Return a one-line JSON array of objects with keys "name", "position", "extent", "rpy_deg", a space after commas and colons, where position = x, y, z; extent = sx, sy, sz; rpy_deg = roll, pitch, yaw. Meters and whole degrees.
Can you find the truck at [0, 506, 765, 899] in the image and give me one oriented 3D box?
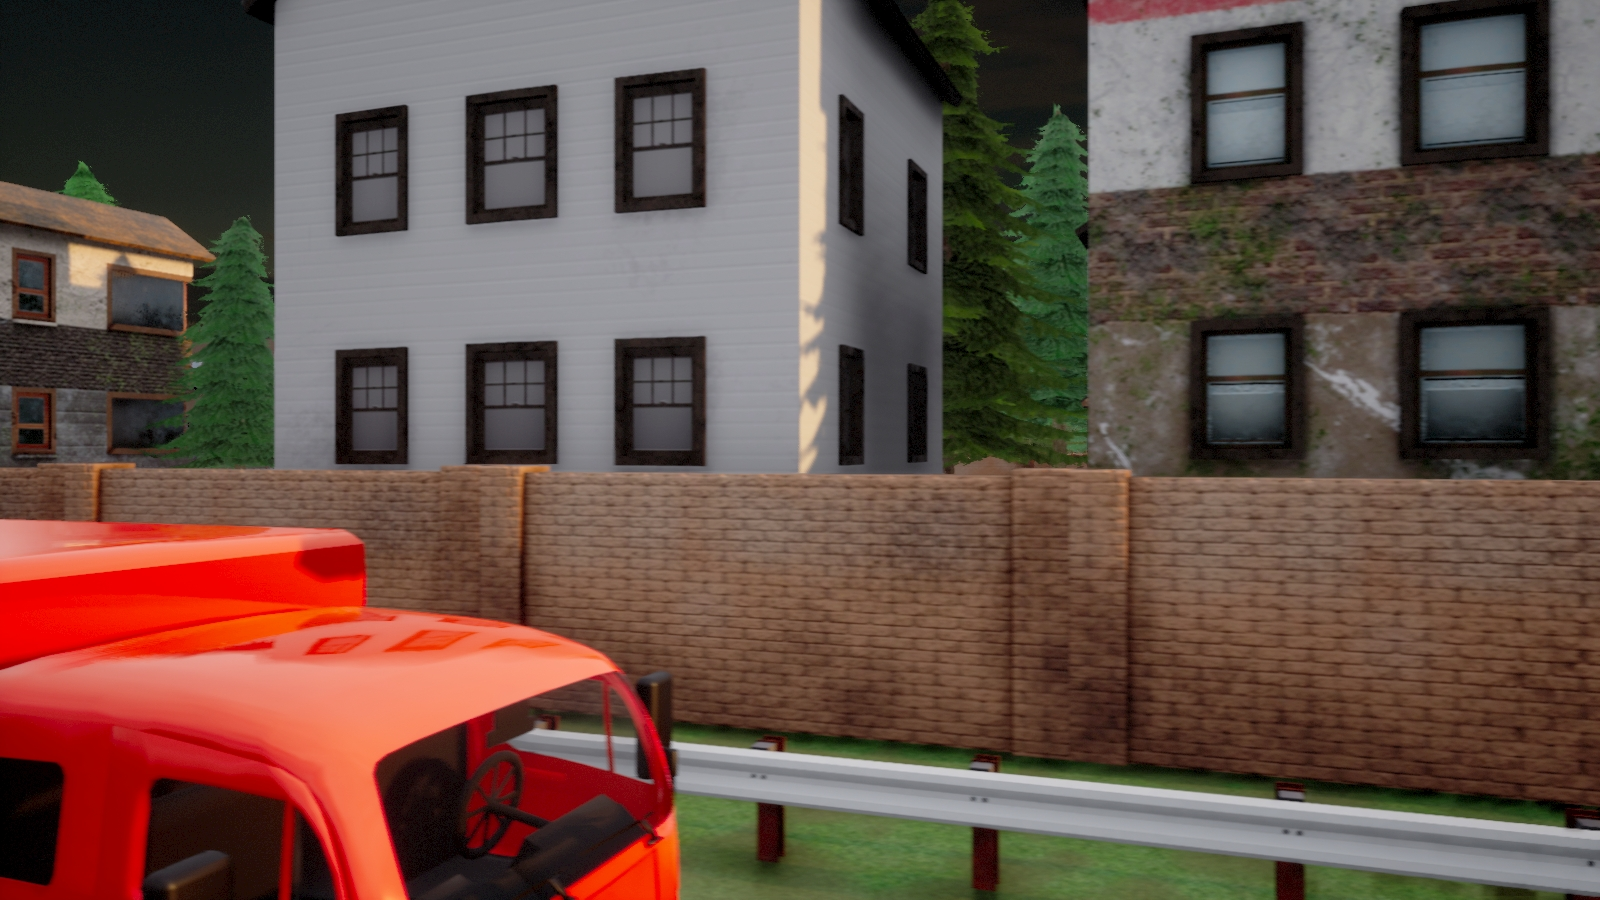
[{"name": "truck", "position": [-3.051, 1.561, 4.409], "extent": [5.204, 2.467, 2.627], "rpy_deg": [0, 0, 20]}]
